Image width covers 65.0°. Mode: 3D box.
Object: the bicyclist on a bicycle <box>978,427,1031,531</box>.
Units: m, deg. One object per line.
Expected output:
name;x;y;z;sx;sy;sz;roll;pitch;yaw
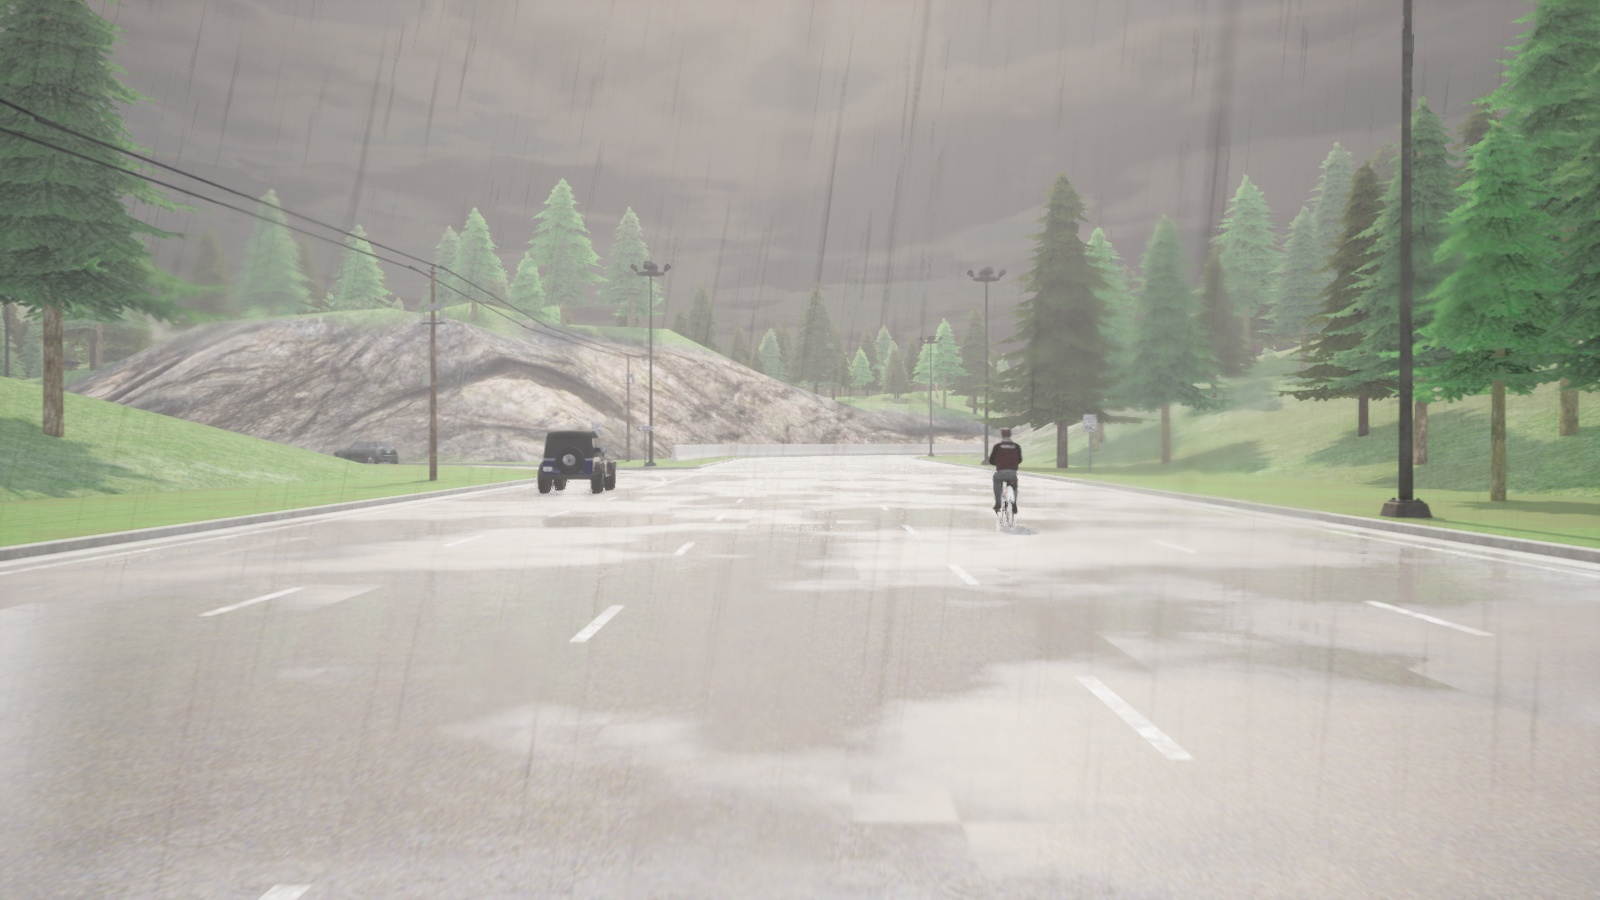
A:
bicyclist on a bicycle;3.643;0.493;22.466;0.659;1.776;1.843;0;1;0

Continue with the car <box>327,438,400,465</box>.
car;-29.357;0.105;84.437;4.553;1.767;2.097;0;0;27

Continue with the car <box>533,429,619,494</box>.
car;-6.767;0.321;38.314;1.905;1.878;3.866;0;0;0
